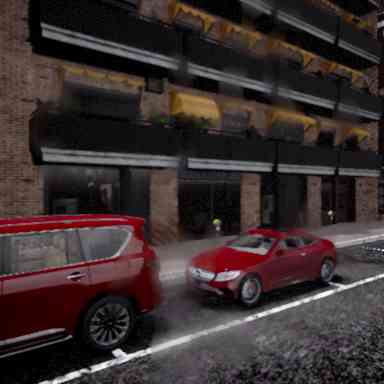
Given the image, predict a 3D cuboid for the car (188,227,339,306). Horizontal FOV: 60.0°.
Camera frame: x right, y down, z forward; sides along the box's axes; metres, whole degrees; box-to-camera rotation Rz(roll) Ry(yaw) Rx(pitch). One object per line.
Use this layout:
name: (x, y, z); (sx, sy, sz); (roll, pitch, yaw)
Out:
car: (1.806, 1.535, 7.861); (4.206, 1.307, 1.802); (-1, 1, -36)

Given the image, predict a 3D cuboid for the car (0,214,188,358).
car: (-2.776, 1.315, 4.574); (5.009, 1.841, 2.192); (-1, 1, -36)
